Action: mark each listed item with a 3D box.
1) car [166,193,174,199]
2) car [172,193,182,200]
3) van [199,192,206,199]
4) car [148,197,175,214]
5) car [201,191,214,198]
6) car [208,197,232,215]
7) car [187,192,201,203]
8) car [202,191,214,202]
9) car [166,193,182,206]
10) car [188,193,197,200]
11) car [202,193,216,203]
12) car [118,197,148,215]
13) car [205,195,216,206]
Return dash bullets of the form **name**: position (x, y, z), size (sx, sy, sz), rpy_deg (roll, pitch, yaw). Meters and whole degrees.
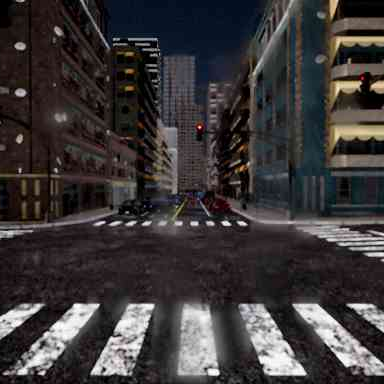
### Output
- **car**: position (-5.560, 1.081, 86.155), size (1.752, 1.417, 4.829), rpy_deg (0, 0, 0)
- **car**: position (-2.896, 0.836, 64.699), size (1.812, 1.442, 4.674), rpy_deg (0, 0, 0)
- **van**: position (2.820, 0.896, 86.298), size (1.690, 1.788, 3.998), rpy_deg (-1, 0, 0)
- **car**: position (-3.046, 1.420, 32.669), size (1.895, 1.301, 4.718), rpy_deg (0, 0, 0)
- **car**: position (3.206, 0.901, 61.660), size (2.150, 2.045, 5.566), rpy_deg (0, 0, 0)
- **car**: position (2.734, 1.410, 31.065), size (1.802, 1.307, 4.206), rpy_deg (0, 0, 0)
- **car**: position (0.098, 1.166, 61.357), size (2.128, 1.511, 4.902), rpy_deg (0, 0, 0)
- **car**: position (3.217, 0.859, 68.660), size (2.150, 2.045, 5.566), rpy_deg (0, 0, 0)
- **car**: position (-3.006, 1.090, 48.714), size (2.097, 1.767, 4.553), rpy_deg (0, 0, 0)
- **car**: position (0.113, 0.986, 70.529), size (1.812, 1.442, 4.674), rpy_deg (0, 0, 0)
- **car**: position (2.760, 1.287, 47.635), size (1.887, 1.381, 4.507), rpy_deg (0, 0, 0)
- **car**: position (-5.647, 1.394, 31.090), size (1.947, 1.339, 4.313), rpy_deg (0, 0, 0)
- **car**: position (2.742, 1.365, 36.588), size (1.947, 1.339, 4.313), rpy_deg (0, 0, 0)
